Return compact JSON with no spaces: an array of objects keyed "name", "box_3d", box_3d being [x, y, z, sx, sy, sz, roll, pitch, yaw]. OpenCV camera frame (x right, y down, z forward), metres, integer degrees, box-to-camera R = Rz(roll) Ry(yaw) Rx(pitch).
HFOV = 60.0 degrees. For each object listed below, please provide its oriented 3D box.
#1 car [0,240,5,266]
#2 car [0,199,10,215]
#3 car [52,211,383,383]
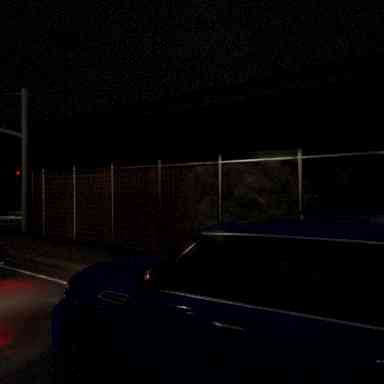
[{"name":"car","box_3d":[-7.061,1.492,9.027,4.902,1.511,2.128,0,0,33]},{"name":"car","box_3d":[-20.160,1.407,31.891,2.097,1.767,4.553,0,0,37]},{"name":"car","box_3d":[0.953,1.221,3.310,5.566,2.045,2.150,0,0,35]}]
